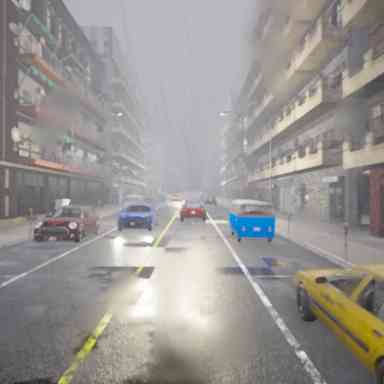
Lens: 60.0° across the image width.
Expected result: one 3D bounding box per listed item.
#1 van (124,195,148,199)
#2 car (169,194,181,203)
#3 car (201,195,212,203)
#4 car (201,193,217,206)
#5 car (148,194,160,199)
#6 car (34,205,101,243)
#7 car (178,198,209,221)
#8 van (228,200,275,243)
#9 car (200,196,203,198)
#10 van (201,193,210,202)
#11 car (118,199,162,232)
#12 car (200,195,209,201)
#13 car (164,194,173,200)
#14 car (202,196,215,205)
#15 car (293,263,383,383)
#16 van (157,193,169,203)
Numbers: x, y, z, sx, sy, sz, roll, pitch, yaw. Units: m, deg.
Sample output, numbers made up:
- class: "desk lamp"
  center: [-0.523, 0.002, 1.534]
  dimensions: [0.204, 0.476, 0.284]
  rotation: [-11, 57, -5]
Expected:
- class: "van"
  center: [-5.685, 1.208, 32.576]
  dimensions: [1.690, 1.788, 3.998]
  rotation: [1, 0, 0]
- class: "car"
  center: [-3.053, 1.221, 61.409]
  dimensions: [1.882, 1.535, 5.008]
  rotation: [0, 0, 1]
- class: "car"
  center: [2.650, 1.271, 61.030]
  dimensions: [1.752, 1.417, 4.829]
  rotation: [1, 0, 0]
- class: "car"
  center: [2.655, 1.236, 49.519]
  dimensions: [1.967, 1.590, 4.097]
  rotation: [1, 0, 0]
- class: "car"
  center: [-5.692, 1.363, 43.919]
  dimensions: [1.887, 1.381, 4.507]
  rotation: [1, 0, 0]
- class: "car"
  center: [-5.681, 1.377, 15.564]
  dimensions: [1.967, 1.590, 4.097]
  rotation: [1, 0, 0]
- class: "car"
  center: [0.091, 1.456, 26.357]
  dimensions: [1.994, 1.385, 4.181]
  rotation: [0, 0, 0]
- class: "van"
  center: [2.667, 1.279, 15.497]
  dimensions: [1.690, 1.788, 3.998]
  rotation: [1, 0, 0]
- class: "car"
  center: [0.088, 1.430, 41.502]
  dimensions: [1.895, 1.301, 4.718]
  rotation: [0, 0, 0]
- class: "van"
  center: [2.651, 1.063, 66.530]
  dimensions: [1.690, 1.788, 3.998]
  rotation: [1, 0, 0]
- class: "car"
  center: [-3.106, 1.397, 19.916]
  dimensions: [1.882, 1.535, 5.008]
  rotation: [0, 0, 0]
- class: "car"
  center: [2.646, 1.279, 72.202]
  dimensions: [1.802, 1.307, 4.206]
  rotation: [1, 0, 0]
- class: "car"
  center: [-5.795, 1.197, 83.609]
  dimensions: [2.008, 1.369, 4.403]
  rotation: [1, 0, 0]
- class: "car"
  center: [2.651, 1.337, 55.190]
  dimensions: [1.947, 1.339, 4.313]
  rotation: [1, 0, 0]
- class: "car"
  center: [2.690, 1.508, 4.326]
  dimensions: [1.752, 1.417, 4.829]
  rotation: [1, 0, 0]
- class: "van"
  center: [-5.694, 1.087, 60.930]
  dimensions: [1.690, 1.788, 3.998]
  rotation: [1, 0, 0]
